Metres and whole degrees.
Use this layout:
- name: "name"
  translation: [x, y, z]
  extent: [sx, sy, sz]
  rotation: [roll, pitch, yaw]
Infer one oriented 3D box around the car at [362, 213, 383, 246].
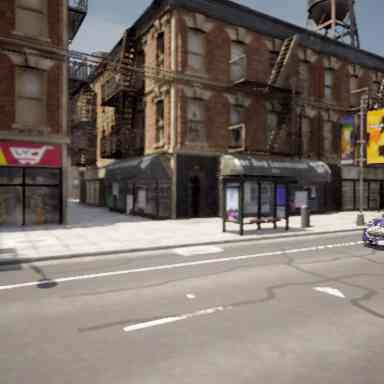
- name: "car"
  translation: [8.914, 1.268, 13.241]
  extent: [4.553, 1.767, 2.097]
  rotation: [0, 1, -30]
